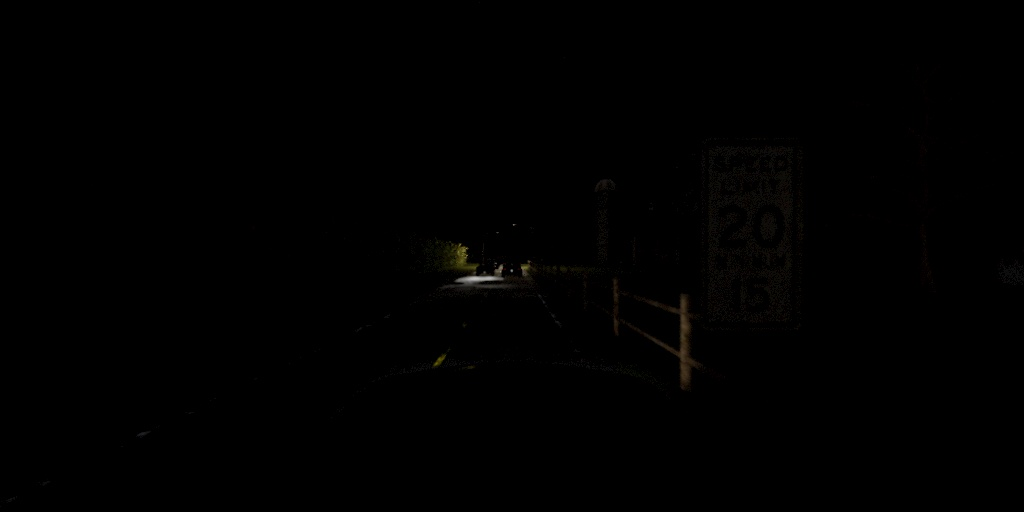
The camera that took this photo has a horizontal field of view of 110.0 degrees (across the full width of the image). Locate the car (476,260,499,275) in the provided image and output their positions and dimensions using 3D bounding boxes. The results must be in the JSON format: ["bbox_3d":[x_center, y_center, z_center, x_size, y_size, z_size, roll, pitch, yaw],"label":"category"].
[{"bbox_3d":[-2.757,1.354,38.288,1.895,1.301,4.718,0,0,0],"label":"car"}]

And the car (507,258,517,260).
[{"bbox_3d":[0.018,1.111,47.982,2.097,1.767,4.553,0,0,0],"label":"car"}]

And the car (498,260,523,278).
[{"bbox_3d":[0.002,1.314,34.574,1.994,1.385,4.181,0,0,1],"label":"car"}]

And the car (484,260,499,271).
[{"bbox_3d":[-2.778,1.262,50.120,1.837,1.490,4.892,0,0,0],"label":"car"}]
